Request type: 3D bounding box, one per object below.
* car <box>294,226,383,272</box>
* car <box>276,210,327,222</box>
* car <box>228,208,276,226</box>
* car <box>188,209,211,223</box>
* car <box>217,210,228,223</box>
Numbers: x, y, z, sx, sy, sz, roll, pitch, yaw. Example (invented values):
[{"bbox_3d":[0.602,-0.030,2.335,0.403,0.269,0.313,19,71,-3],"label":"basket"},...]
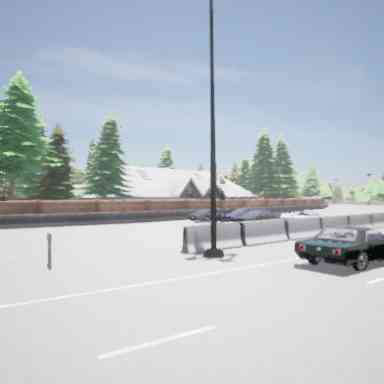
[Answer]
[{"bbox_3d":[5.813,1.865,11.781,4.718,1.301,1.895,1,-2,-36],"label":"car"},{"bbox_3d":[9.617,2.269,28.573,4.718,1.301,1.895,1,-2,-41],"label":"car"},{"bbox_3d":[6.109,2.287,30.150,5.357,1.411,2.033,1,-2,-40],"label":"car"},{"bbox_3d":[1.588,2.482,35.535,4.181,1.385,1.994,1,-2,-41],"label":"car"},{"bbox_3d":[5.238,2.394,34.012,5.357,1.411,2.033,1,-2,-41],"label":"car"}]
